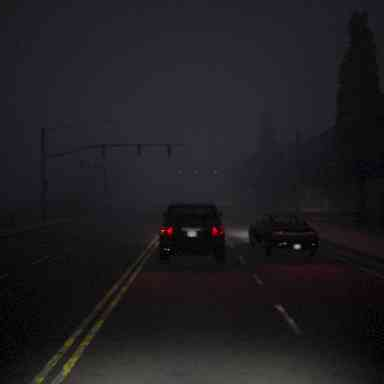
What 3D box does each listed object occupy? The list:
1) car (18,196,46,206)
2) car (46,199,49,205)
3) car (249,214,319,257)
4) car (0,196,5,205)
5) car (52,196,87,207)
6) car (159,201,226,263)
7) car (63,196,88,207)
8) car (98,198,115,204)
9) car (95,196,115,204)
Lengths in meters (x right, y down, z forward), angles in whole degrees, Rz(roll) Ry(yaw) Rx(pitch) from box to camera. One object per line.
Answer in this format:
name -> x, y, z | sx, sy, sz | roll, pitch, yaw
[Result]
car -> -38.933, 1.945, 80.785 | 4.605, 1.855, 1.932 | 0, -1, 0
car -> -38.866, 2.184, 83.679 | 3.905, 1.438, 1.784 | 0, -1, 0
car -> 3.521, 1.626, 13.503 | 2.128, 1.511, 4.902 | 0, 0, 0
car -> -38.859, 2.022, 63.886 | 3.806, 1.475, 1.970 | 0, -1, 0
car -> -21.451, 1.725, 58.272 | 4.605, 1.855, 1.932 | 0, -1, 0
car -> 0.012, 1.350, 12.580 | 2.150, 2.045, 5.566 | 0, 0, 0
car -> -21.394, 1.756, 61.166 | 3.866, 1.878, 1.905 | 0, -1, 0
car -> -21.399, 2.216, 83.682 | 3.806, 1.475, 1.970 | 0, -1, 0
car -> -21.412, 1.948, 80.789 | 3.866, 1.878, 1.905 | 0, -1, 0
